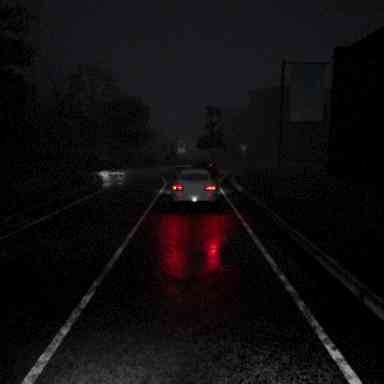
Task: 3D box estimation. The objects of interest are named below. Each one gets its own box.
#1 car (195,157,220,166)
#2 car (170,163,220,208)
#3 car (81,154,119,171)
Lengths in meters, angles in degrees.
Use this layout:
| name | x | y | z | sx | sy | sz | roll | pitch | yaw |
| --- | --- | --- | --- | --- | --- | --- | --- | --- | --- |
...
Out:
| name | x | y | z | sx | sy | sz | roll | pitch | yaw |
| --- | --- | --- | --- | --- | --- | --- | --- | --- | --- |
| car | 1.267 | -2.272 | 28.668 | 1.882 | 1.535 | 5.008 | 1 | 8 | 10 |
| car | 0.102 | -0.279 | 14.071 | 1.812 | 1.442 | 4.674 | 0 | 7 | 0 |
| car | -9.327 | -3.024 | 33.576 | 5.008 | 1.535 | 1.882 | 7 | 12 | 43 |
